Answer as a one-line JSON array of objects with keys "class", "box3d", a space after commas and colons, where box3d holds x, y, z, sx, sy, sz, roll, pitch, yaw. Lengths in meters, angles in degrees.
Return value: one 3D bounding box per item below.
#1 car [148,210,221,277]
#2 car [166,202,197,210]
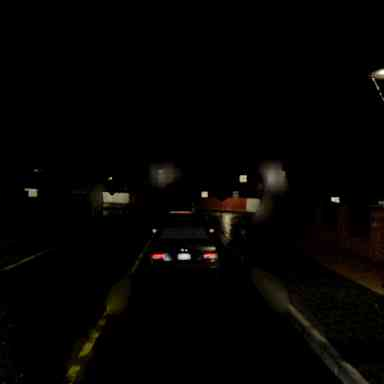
[{"class": "car", "box3d": [-0.261, 1.513, 10.077, 2.033, 1.411, 5.357, 0, 0, -2]}, {"class": "car", "box3d": [-0.694, 1.411, 21.965, 2.128, 1.511, 4.902, 0, 0, -2]}]
